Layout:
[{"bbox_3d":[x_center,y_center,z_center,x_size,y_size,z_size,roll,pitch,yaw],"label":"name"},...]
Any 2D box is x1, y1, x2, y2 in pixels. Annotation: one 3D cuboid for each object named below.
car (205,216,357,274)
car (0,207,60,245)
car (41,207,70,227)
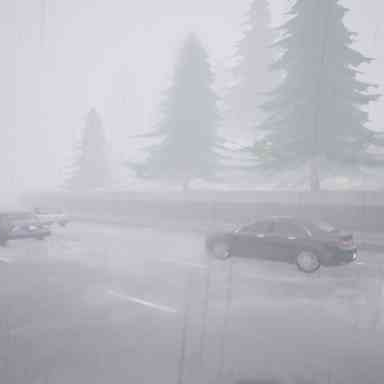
[{"bbox_3d":[2.672,1.555,10.886,4.892,1.490,1.837,0,0,37],"label":"car"},{"bbox_3d":[-8.633,1.576,15.836,5.357,1.411,2.033,0,0,43],"label":"car"},{"bbox_3d":[-9.957,1.646,21.990,4.718,1.301,1.895,0,0,45],"label":"car"}]
